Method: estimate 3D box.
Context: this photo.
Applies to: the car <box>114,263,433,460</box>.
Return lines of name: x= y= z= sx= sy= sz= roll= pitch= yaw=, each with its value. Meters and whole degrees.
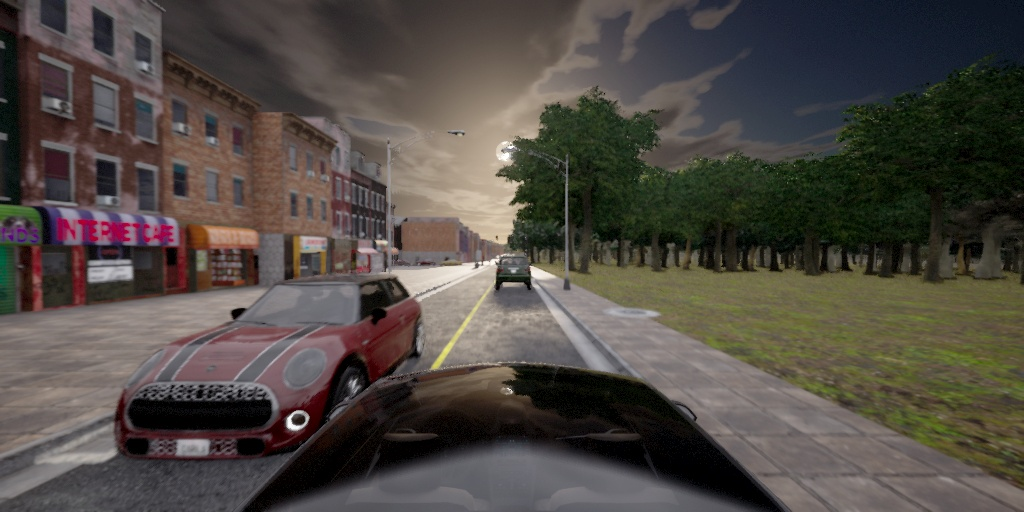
car: x=-2.819 y=1.098 z=5.424 sx=2.097 sy=1.767 sz=4.553 roll=0 pitch=0 yaw=0

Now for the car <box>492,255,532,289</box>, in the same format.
car: x=0.090 y=0.980 z=23.145 sx=2.150 sy=2.045 sz=5.566 roll=0 pitch=0 yaw=0
